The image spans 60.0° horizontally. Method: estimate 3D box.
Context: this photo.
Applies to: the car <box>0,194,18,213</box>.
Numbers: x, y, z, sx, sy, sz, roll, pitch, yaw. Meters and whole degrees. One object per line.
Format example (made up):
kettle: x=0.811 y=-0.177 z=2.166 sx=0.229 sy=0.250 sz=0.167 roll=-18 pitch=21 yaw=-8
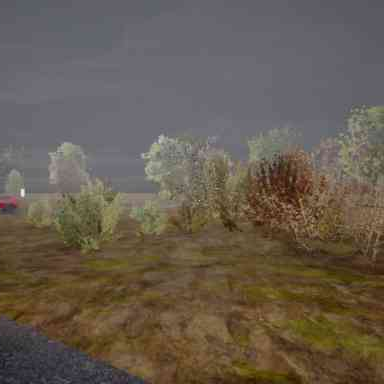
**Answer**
car: x=-21.111 y=1.232 z=34.549 sx=2.150 sy=2.045 sz=5.566 roll=0 pitch=0 yaw=35
